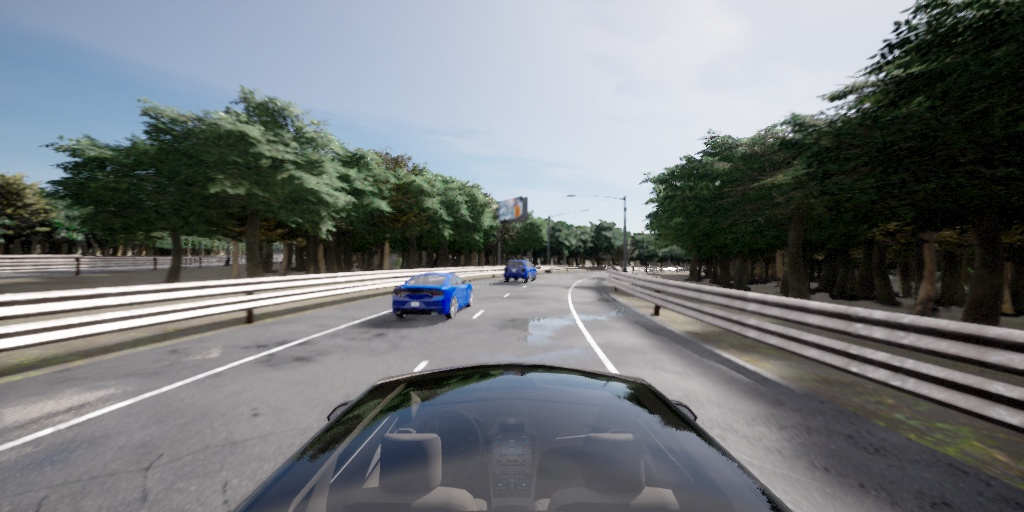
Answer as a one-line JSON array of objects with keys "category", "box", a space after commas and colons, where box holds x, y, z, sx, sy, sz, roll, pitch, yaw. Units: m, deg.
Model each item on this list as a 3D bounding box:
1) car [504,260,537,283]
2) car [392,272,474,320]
[{"category": "car", "box": [0.860, 1.403, 33.447, 2.150, 2.045, 5.566, 0, -1, 15]}, {"category": "car", "box": [-2.732, 1.349, 13.400, 1.882, 1.535, 5.008, 0, -1, 5]}]
